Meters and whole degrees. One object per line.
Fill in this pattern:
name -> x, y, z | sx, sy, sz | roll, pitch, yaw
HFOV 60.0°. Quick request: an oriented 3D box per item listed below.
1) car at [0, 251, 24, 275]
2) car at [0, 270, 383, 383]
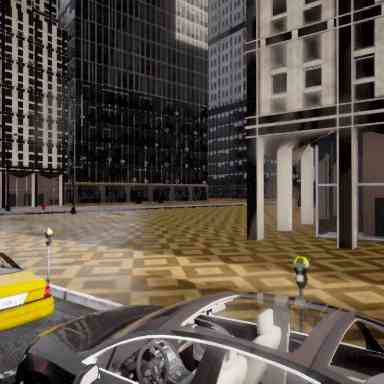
car -> -4.464, 1.525, 6.064 | 4.829, 1.417, 1.752 | 0, 0, 36
car -> 0.290, 1.551, 2.670 | 4.403, 1.369, 2.008 | 0, 0, 36
